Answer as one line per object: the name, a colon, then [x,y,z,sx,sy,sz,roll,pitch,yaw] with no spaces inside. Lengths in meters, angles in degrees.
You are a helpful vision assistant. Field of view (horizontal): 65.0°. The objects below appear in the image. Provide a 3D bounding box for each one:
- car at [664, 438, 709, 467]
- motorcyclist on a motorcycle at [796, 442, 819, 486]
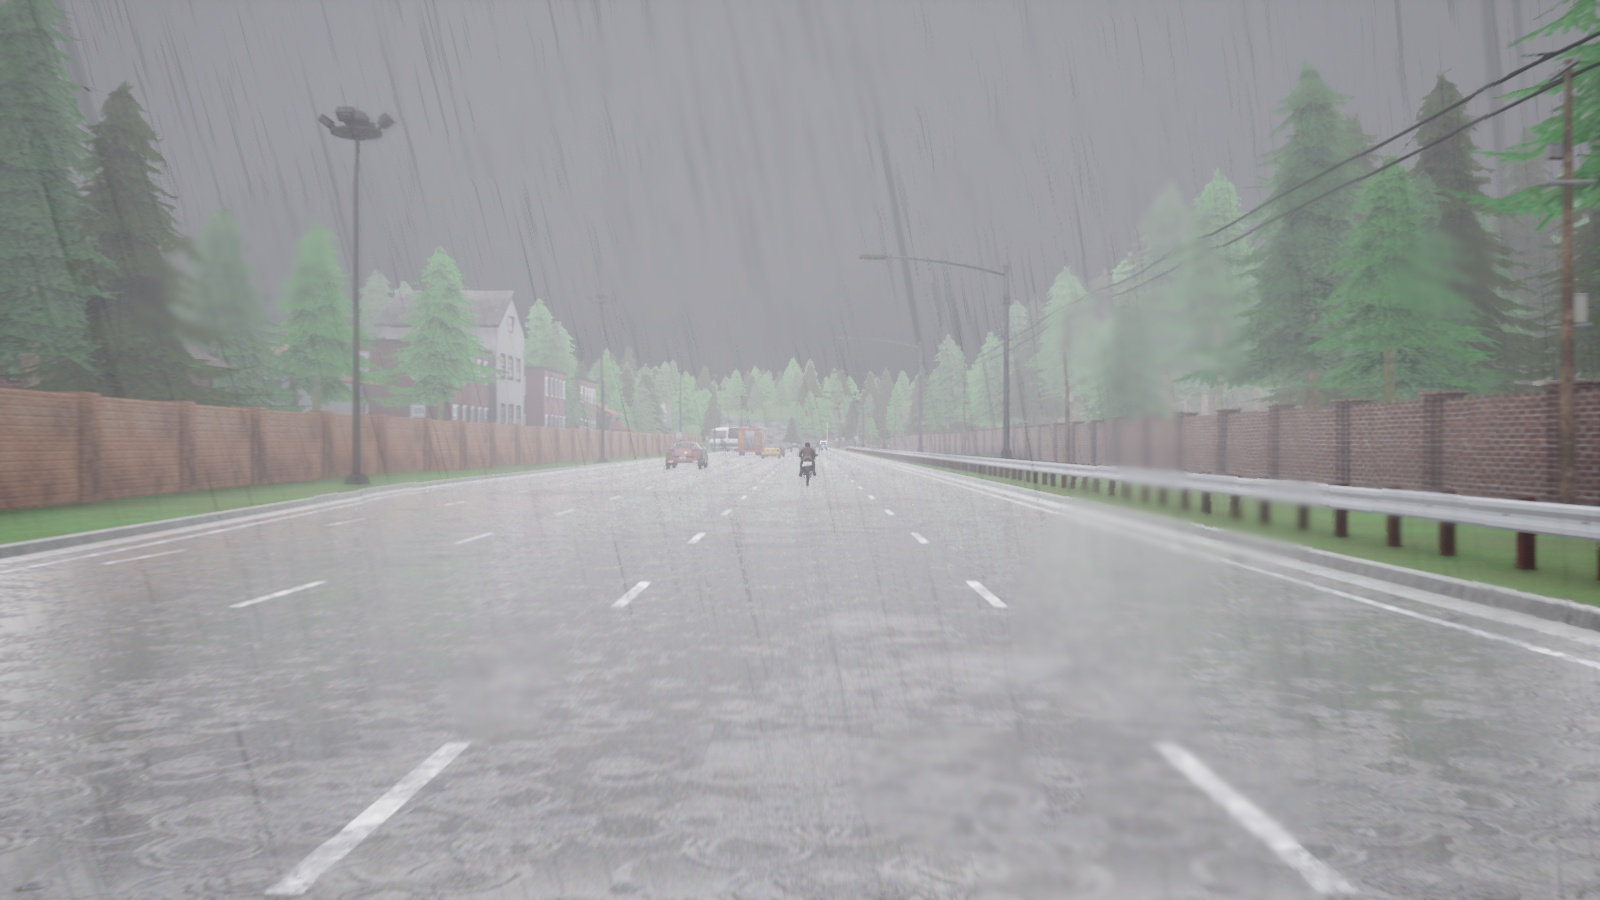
car: [-6.570,0.112,73.127,2.152,1.651,5.027,0,0,0]
motorcyclist on a motorcycle: [0.267,0.481,44.423,0.797,1.523,2.044,0,0,0]
